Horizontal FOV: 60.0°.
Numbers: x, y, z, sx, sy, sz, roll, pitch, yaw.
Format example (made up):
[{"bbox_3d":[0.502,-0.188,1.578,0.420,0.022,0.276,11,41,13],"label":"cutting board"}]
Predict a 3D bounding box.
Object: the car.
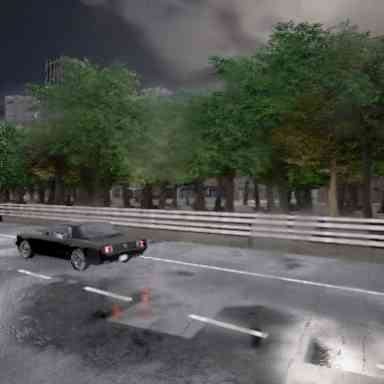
[{"bbox_3d":[-3.777,1.604,10.861,4.718,1.301,1.895,0,0,36],"label":"car"}]
